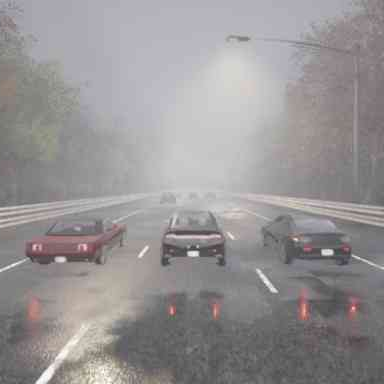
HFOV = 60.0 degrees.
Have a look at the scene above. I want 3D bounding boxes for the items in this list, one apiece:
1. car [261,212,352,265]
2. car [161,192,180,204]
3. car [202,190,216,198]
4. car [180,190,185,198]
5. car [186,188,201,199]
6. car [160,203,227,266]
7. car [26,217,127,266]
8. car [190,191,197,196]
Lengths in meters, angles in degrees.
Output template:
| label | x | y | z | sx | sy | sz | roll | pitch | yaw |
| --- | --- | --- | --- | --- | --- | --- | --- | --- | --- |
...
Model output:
| label | x | y | z | sx | sy | sz | roll | pitch | yaw |
| --- | --- | --- | --- | --- | --- | --- | --- | --- | --- |
| car | 3.546 | 1.380 | 10.977 | 1.812 | 1.442 | 4.674 | 0 | 1 | 0 |
| car | -3.295 | 0.739 | 47.981 | 2.097 | 1.767 | 4.553 | 0 | 1 | 0 |
| car | 3.801 | 0.426 | 70.208 | 2.097 | 1.767 | 4.553 | 0 | 1 | 0 |
| car | -3.180 | 0.624 | 74.344 | 1.895 | 1.301 | 4.718 | 0 | 1 | 0 |
| car | 0.301 | 0.558 | 70.081 | 1.882 | 1.535 | 5.008 | 0 | 1 | 0 |
| car | 0.046 | 1.353 | 11.000 | 2.128 | 1.511 | 4.902 | 0 | 1 | 0 |
| car | -3.454 | 1.469 | 11.009 | 1.895 | 1.301 | 4.718 | 0 | 1 | 0 |
| car | 0.389 | 0.336 | 90.363 | 2.033 | 1.411 | 5.357 | 0 | 1 | 0 |
